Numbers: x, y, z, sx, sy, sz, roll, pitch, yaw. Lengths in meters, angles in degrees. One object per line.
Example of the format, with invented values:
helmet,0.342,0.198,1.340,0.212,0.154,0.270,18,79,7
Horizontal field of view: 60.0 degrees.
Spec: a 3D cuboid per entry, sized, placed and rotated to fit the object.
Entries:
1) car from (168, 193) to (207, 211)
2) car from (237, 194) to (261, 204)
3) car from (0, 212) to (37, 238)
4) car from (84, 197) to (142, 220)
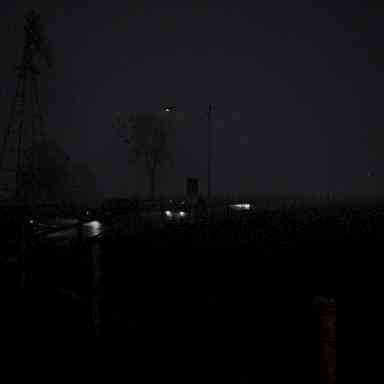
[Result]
car,-0.383,0.924,33.629,2.097,1.767,4.553,1,2,35
car,7.760,0.951,45.100,1.994,1.385,4.181,1,2,36
car,-9.641,1.456,15.642,4.181,1.385,1.994,0,2,-33
car,-6.023,1.206,25.676,1.837,1.490,4.892,1,2,35
